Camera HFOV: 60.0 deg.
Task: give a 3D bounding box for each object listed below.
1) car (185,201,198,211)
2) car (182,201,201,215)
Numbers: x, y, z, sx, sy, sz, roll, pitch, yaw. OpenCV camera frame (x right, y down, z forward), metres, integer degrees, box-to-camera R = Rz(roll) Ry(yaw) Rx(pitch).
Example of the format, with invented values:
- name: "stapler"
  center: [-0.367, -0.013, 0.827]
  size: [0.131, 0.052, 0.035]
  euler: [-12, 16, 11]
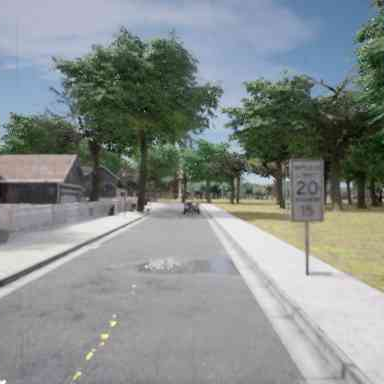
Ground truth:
- name: "car"
  center: [-0.050, 1.948, 48.552]
  size: [1.895, 1.301, 4.718]
  euler: [0, 0, 0]
- name: "car"
  center: [-0.046, 1.787, 38.076]
  size: [1.812, 1.442, 4.674]
  euler: [0, 0, 0]
